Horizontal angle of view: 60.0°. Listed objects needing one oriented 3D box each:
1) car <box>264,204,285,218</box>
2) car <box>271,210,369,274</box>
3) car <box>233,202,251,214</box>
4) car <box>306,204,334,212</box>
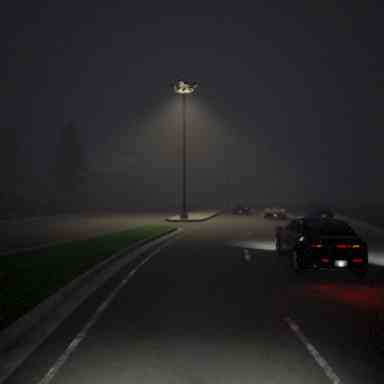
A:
[{"bbox_3d":[7.860,1.794,31.701,1.895,1.301,4.718,0,0,12],"label":"car"},{"bbox_3d":[3.971,1.569,10.821,1.837,1.490,4.892,0,0,5],"label":"car"},{"bbox_3d":[5.885,1.844,38.985,1.895,1.301,4.718,0,0,12],"label":"car"},{"bbox_3d":[10.593,1.689,27.781,1.812,1.442,4.674,0,0,12],"label":"car"}]
